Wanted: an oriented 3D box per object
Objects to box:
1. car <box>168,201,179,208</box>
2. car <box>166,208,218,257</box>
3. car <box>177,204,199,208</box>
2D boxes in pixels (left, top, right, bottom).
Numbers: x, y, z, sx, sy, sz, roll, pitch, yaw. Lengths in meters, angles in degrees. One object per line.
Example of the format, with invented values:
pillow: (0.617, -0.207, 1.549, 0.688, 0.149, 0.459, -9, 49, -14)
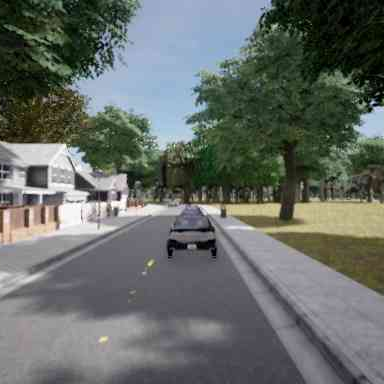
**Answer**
car: (-3.565, 2.340, 64.709, 1.895, 1.301, 4.718, 0, -1, -7)
car: (0.015, 1.630, 13.506, 2.128, 1.511, 4.902, 0, 0, 0)
car: (0.016, 1.866, 28.625, 1.994, 1.385, 4.181, 0, -1, 0)
